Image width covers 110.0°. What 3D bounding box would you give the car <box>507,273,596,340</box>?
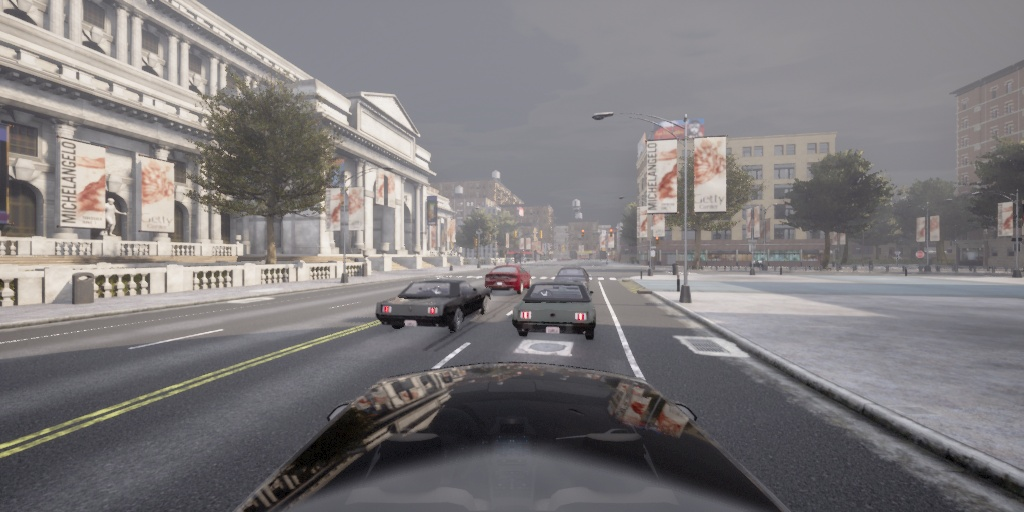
[{"bbox_3d":[1.335,1.351,10.088,1.895,1.301,4.718,0,0,11],"label":"car"}]

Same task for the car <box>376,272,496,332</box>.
[{"bbox_3d":[-2.042,1.351,10.933,1.895,1.301,4.718,0,0,11],"label":"car"}]

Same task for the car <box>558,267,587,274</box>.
[{"bbox_3d":[3.279,1.297,19.436,2.033,1.411,5.357,0,0,12],"label":"car"}]

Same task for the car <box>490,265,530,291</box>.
[{"bbox_3d":[-0.114,1.228,20.251,1.882,1.535,5.008,0,0,12],"label":"car"}]
